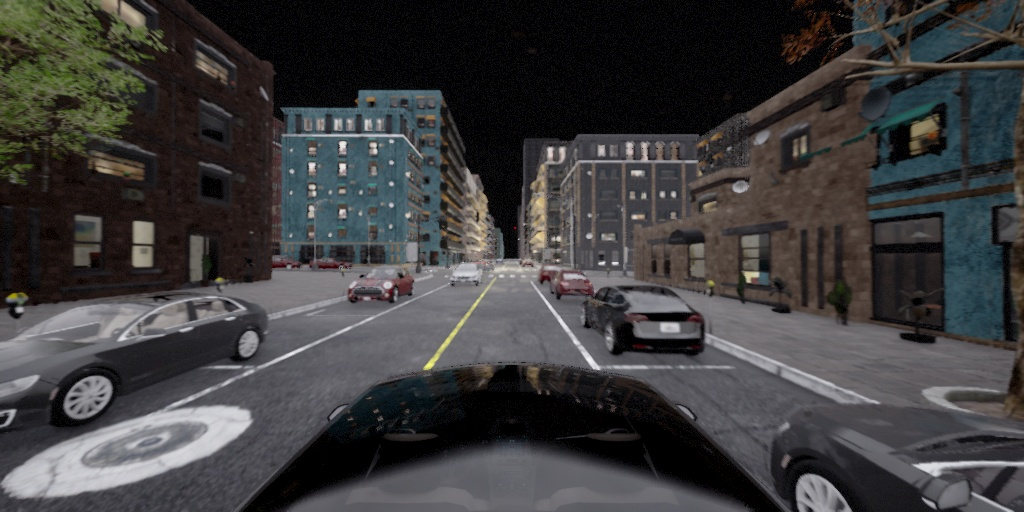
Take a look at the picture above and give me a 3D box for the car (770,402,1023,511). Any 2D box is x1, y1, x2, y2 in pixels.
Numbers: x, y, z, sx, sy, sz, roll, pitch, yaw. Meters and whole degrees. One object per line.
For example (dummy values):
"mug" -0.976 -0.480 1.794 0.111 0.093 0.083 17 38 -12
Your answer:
"car" 2.793 1.301 0.949 2.007 1.370 4.403 0 0 0

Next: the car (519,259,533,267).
"car" 2.792 1.207 63.967 1.967 1.591 4.097 0 0 0

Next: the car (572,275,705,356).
"car" 2.820 1.316 8.494 1.948 1.339 4.313 0 0 0

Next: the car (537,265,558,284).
"car" 2.817 1.297 26.497 1.888 1.381 4.507 0 0 0

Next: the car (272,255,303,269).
"car" -25.697 0.808 39.833 4.507 1.381 1.888 0 0 -1

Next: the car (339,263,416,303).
"car" -5.821 1.189 16.393 1.967 1.591 4.097 0 0 0

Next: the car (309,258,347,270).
"car" -20.016 0.915 39.810 4.507 1.381 1.888 0 0 -1

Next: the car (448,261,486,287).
"car" -3.074 1.276 24.971 1.812 1.442 4.674 0 0 0

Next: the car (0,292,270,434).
"car" -5.813 1.300 5.574 2.007 1.370 4.403 0 0 0

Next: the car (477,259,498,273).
"car" -4.112 1.284 42.732 4.181 1.385 1.994 1 0 -1

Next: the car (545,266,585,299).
"car" 2.819 1.332 17.495 1.802 1.307 4.207 0 0 0
